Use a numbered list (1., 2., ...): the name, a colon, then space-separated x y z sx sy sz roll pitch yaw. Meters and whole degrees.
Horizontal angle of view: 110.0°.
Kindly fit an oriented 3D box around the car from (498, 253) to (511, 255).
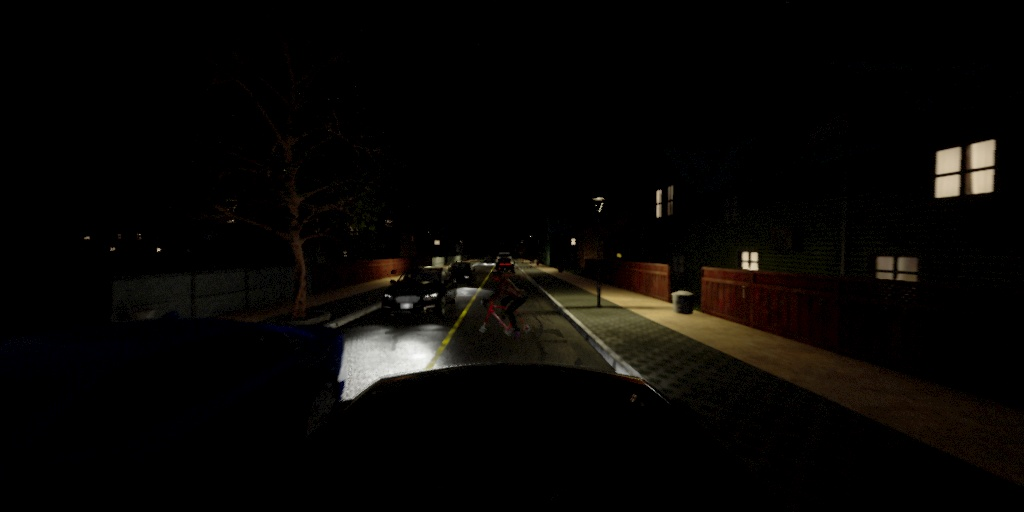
1. car: -1.059 0.553 49.480 2.150 2.045 5.566 0 0 -1

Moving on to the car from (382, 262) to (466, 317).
1. car: -3.093 1.155 12.777 2.128 1.511 4.902 0 1 -1

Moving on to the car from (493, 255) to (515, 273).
1. car: -0.731 0.951 36.393 1.837 1.490 4.892 0 0 -2

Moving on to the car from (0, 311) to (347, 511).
1. car: -2.832 1.234 2.178 1.882 1.535 5.008 0 0 -1

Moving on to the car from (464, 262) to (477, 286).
1. car: -3.345 1.118 23.404 2.033 1.411 5.357 0 1 -1

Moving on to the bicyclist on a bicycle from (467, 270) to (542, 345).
1. bicyclist on a bicycle: -0.162 1.131 7.831 1.656 1.620 0.582 -1 1 -1
